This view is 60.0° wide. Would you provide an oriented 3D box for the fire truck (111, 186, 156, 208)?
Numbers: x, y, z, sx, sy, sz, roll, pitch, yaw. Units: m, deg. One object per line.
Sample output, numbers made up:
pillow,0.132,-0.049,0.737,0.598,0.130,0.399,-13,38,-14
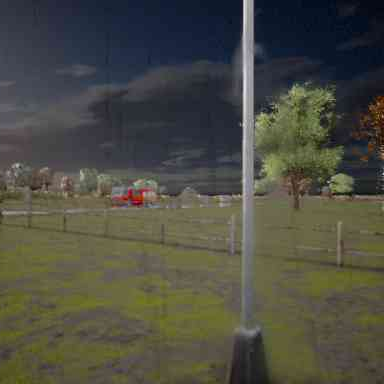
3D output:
fire truck,-10.235,0.891,58.929,2.891,3.827,8.468,-1,-1,36
